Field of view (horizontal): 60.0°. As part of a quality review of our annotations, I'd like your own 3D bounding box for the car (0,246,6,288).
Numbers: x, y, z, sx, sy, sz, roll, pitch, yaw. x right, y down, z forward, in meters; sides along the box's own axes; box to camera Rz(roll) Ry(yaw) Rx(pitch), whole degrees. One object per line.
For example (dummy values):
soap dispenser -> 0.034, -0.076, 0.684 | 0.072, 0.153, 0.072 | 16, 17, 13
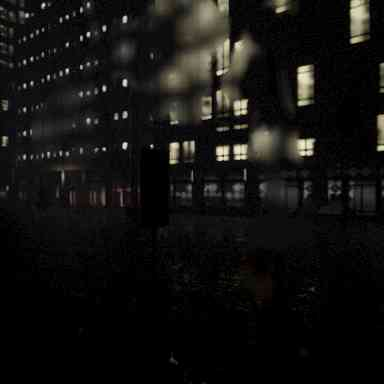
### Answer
car -> -5.961, 1.341, 7.101 | 5.009, 1.841, 2.192 | 0, 0, 35
